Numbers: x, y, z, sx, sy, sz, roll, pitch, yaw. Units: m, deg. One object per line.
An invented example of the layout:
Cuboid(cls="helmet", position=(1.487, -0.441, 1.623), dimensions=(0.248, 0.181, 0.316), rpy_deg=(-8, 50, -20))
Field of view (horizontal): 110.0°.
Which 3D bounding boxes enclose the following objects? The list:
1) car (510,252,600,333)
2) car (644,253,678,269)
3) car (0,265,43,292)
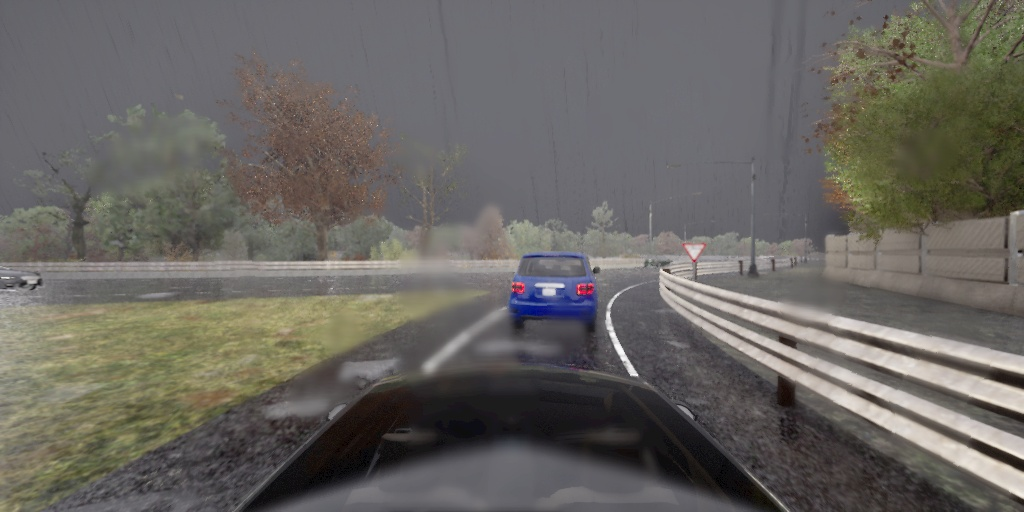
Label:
Cuboid(cls="car", position=(1.425, 0.897, 10.762), dimensions=(2.150, 2.045, 5.566), rpy_deg=(0, 0, 12))
Cuboid(cls="car", position=(19.256, 0.641, 47.002), dimensions=(4.553, 1.767, 2.097), rpy_deg=(0, 1, -39))
Cuboid(cls="car", position=(-25.862, 1.012, 17.069), dimensions=(4.902, 1.511, 2.128), rpy_deg=(0, 0, -11))
